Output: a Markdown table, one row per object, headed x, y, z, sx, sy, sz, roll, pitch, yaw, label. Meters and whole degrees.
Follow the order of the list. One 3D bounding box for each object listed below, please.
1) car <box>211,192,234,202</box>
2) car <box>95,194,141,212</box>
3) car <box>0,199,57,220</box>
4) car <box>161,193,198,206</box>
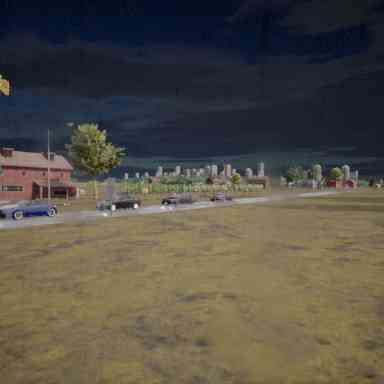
| x | y | z | sx | sy | sz | roll | pitch | yaw | label |
| --- | --- | --- | --- | --- | --- | --- | --- | --- | --- |
| 4.446 | 0.682 | 48.187 | 1.994 | 1.385 | 4.181 | 1 | 2 | 36 | car |
| -7.093 | 1.028 | 32.298 | 1.837 | 1.490 | 4.892 | 1 | 2 | 36 | car |
| -12.369 | 1.267 | 25.014 | 1.994 | 1.385 | 4.181 | 1 | 2 | 34 | car |
| -1.374 | 0.871 | 40.191 | 2.033 | 1.411 | 5.357 | 1 | 2 | 36 | car |
